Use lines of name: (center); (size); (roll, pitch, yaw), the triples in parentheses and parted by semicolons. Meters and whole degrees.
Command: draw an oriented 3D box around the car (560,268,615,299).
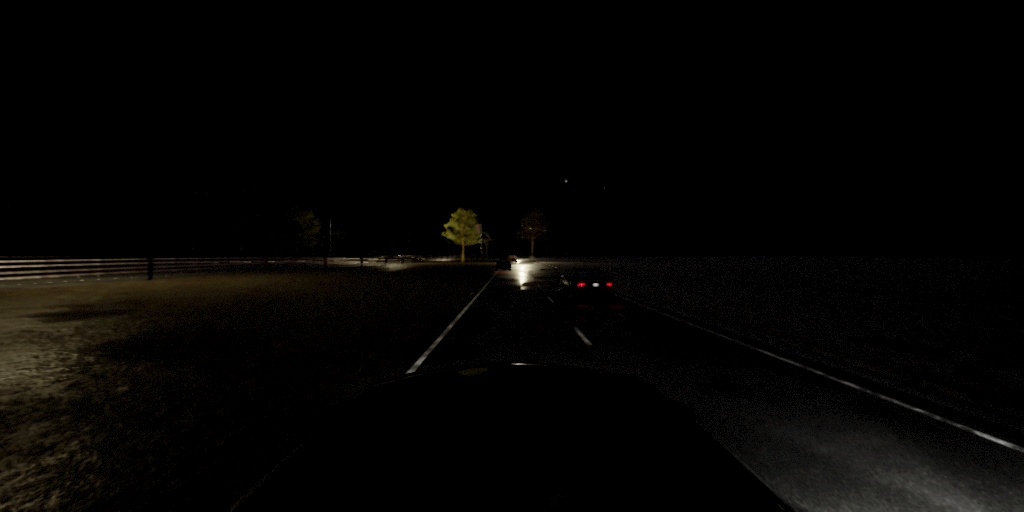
car: (3.605, 1.290, 17.943); (2.033, 1.411, 5.357); (0, 0, 0)

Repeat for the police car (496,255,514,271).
police car: (-1.039, 1.023, 45.273); (1.930, 1.638, 5.238); (0, 0, 0)
